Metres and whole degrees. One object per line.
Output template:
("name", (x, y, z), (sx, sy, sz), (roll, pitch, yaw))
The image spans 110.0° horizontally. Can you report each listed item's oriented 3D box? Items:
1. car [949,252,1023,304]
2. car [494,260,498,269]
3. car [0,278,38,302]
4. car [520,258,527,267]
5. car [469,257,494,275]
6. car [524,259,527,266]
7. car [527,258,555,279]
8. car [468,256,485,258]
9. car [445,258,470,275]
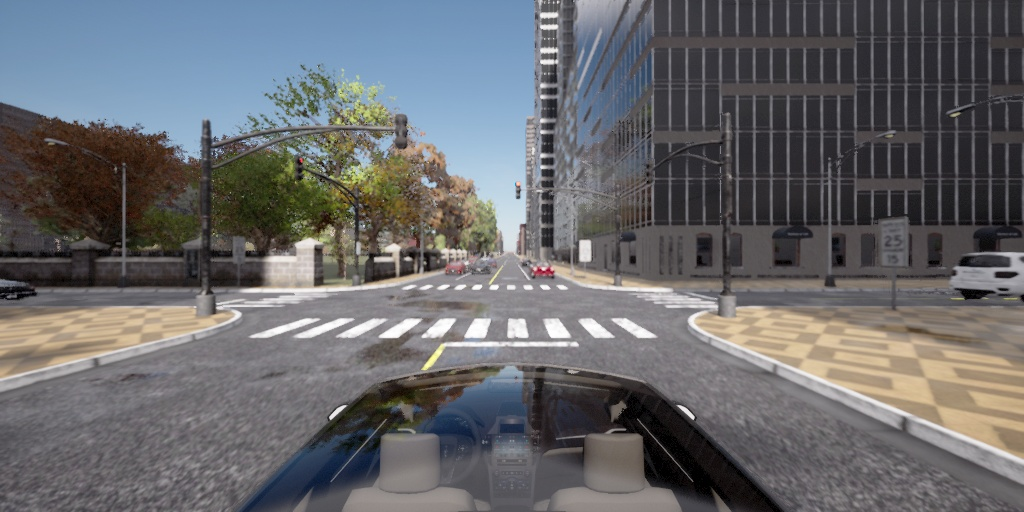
("car", (21.211, 0.871, 14.361), (5.566, 2.045, 2.150), (0, 0, 1))
("car", (-3.204, 1.191, 54.291), (1.994, 1.385, 4.181), (0, 0, 0))
("car", (-23.730, 1.325, 15.183), (5.357, 1.411, 2.033), (0, 0, 1))
("car", (2.535, 1.177, 59.907), (1.948, 1.339, 4.313), (0, 0, 0))
("car", (-3.186, 1.173, 37.489), (1.837, 1.490, 4.892), (0, 0, 0))
("car", (2.596, 1.234, 37.182), (1.948, 1.339, 4.313), (0, 0, 0))
("car", (2.612, 1.121, 31.502), (1.967, 1.591, 4.097), (0, 0, 0))
("car", (-5.831, 0.942, 54.206), (2.192, 1.841, 5.009), (0, 0, 0))
("car", (-5.785, 1.213, 37.157), (1.888, 1.381, 4.507), (0, 0, 0))
